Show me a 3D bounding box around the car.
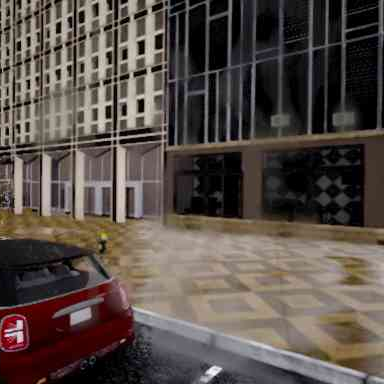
[{"bbox_3d":[-2.836,1.416,4.885,4.097,1.590,1.967,0,1,35],"label":"car"}]
